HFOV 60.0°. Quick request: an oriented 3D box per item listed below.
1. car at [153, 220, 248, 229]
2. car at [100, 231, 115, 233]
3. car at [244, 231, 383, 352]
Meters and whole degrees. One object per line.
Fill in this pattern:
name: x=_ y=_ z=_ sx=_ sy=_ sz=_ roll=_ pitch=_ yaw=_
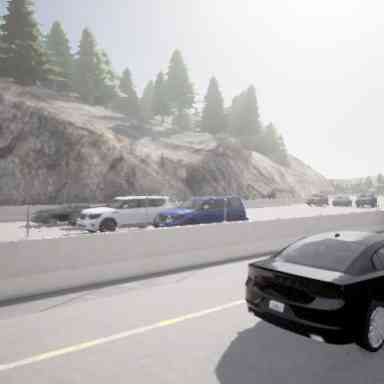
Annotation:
car: x=0.626 y=1.244 z=17.876 sx=5.566 sy=2.045 sz=2.150 roll=0 pitch=0 yaw=-40
car: x=-3.577 y=1.252 z=18.990 sx=5.566 sy=2.045 sz=2.150 roll=0 pitch=0 yaw=-39
car: x=3.178 y=1.481 z=6.277 sx=5.008 sy=1.535 sz=1.882 roll=0 pitch=0 yaw=-37
